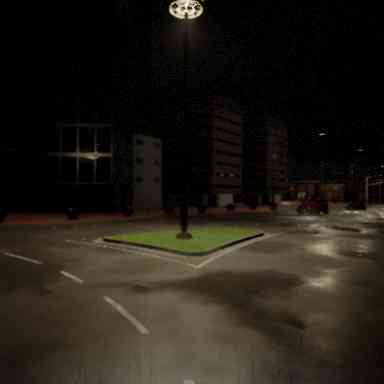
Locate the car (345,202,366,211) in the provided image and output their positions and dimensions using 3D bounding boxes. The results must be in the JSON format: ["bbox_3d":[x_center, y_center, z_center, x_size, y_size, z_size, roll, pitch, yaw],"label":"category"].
[{"bbox_3d":[25.958,2.265,52.621,2.033,1.411,5.357,0,-1,42],"label":"car"}]

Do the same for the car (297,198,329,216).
[{"bbox_3d":[14.412,1.716,39.412,2.150,2.045,5.566,0,-1,41],"label":"car"}]
